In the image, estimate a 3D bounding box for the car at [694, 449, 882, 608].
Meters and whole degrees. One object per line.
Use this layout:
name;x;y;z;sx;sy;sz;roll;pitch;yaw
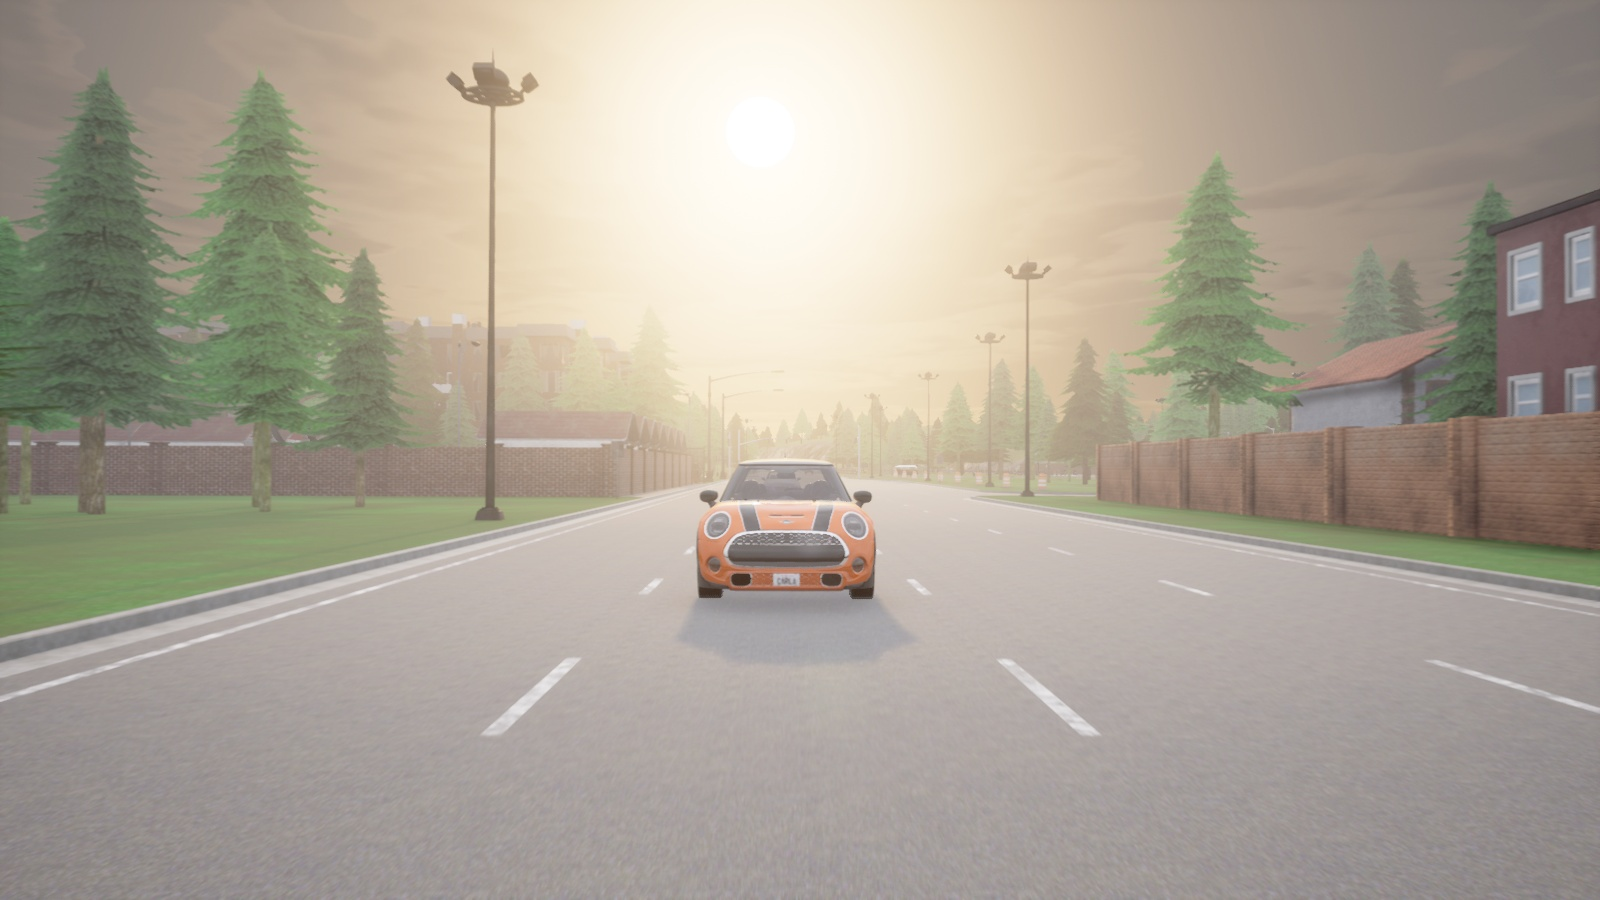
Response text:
car;-0.173;0.903;16.335;2.097;1.767;4.553;0;-1;-1
